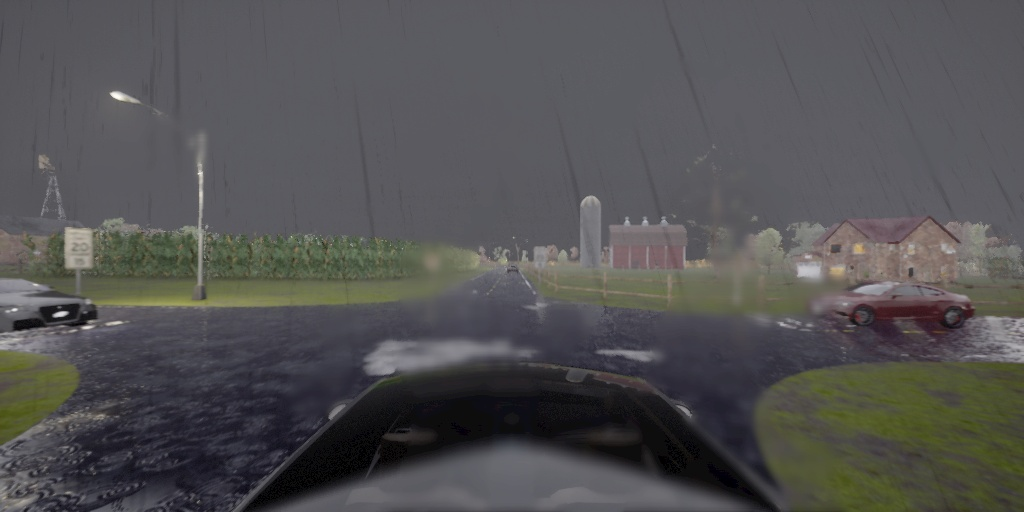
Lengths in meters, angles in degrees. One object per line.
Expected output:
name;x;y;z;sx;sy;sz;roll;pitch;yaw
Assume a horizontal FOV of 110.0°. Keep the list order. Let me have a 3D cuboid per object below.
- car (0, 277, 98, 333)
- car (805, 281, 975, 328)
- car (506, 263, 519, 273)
car;-13.366;1.254;9.154;4.181;1.385;1.994;1;0;3
car;12.922;1.593;12.400;4.674;1.442;1.812;1;0;1
car;0.116;1.998;57.575;1.837;1.490;4.892;0;-1;0
